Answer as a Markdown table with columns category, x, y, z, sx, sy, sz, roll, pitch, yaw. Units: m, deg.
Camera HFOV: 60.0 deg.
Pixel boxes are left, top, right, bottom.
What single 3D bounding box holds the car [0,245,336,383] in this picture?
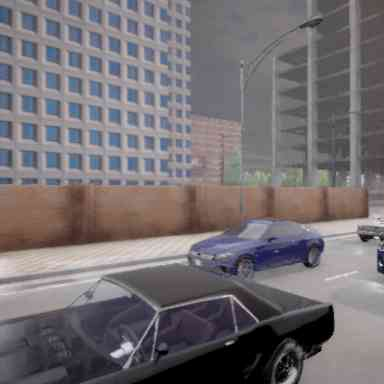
| category | x | y | z | sx | sy | sz | roll | pitch | yaw |
| --- | --- | --- | --- | --- | --- | --- | --- | --- | --- |
| car | -0.584 | 1.606 | 3.572 | 4.718 | 1.301 | 1.895 | 0 | 0 | -36 |

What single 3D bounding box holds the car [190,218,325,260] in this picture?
| category | x | y | z | sx | sy | sz | roll | pitch | yaw |
| --- | --- | --- | --- | --- | --- | --- | --- | --- | --- |
| car | 2.048 | 1.529 | 9.778 | 4.674 | 1.442 | 1.812 | 0 | 0 | -36 |

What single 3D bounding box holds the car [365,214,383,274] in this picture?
| category | x | y | z | sx | sy | sz | roll | pitch | yaw |
| --- | --- | --- | --- | --- | --- | --- | --- | --- | --- |
| car | 6.960 | 1.343 | 8.992 | 4.553 | 1.767 | 2.097 | 0 | 0 | -36 |

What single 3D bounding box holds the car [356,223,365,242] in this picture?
| category | x | y | z | sx | sy | sz | roll | pitch | yaw |
| --- | --- | --- | --- | --- | --- | --- | --- | --- | --- |
| car | 9.465 | 1.590 | 15.087 | 4.718 | 1.301 | 1.895 | 0 | 0 | -35 |
